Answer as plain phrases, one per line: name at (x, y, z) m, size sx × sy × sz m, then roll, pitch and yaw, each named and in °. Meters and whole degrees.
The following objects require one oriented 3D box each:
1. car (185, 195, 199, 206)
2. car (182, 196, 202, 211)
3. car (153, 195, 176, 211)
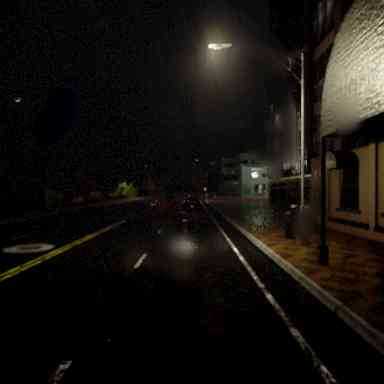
car at (0.003, 1.220, 47.890) m, size 1.994 × 1.385 × 4.181 m, roll 0°, pitch 0°, yaw 0°
car at (-0.002, 1.240, 37.048) m, size 1.837 × 1.490 × 4.892 m, roll 0°, pitch 0°, yaw 0°
car at (-3.252, 1.282, 37.048) m, size 2.033 × 1.411 × 5.357 m, roll 0°, pitch 0°, yaw 0°
